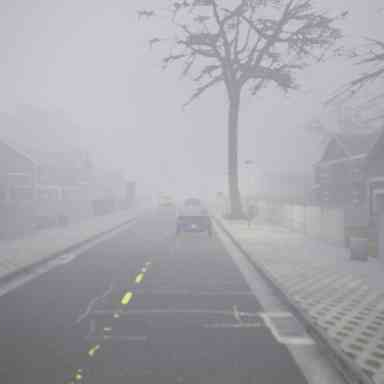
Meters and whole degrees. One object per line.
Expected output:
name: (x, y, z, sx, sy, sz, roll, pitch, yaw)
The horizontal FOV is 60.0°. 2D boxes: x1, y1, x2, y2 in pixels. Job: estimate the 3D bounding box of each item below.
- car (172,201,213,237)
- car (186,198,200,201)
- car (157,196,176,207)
car: (0.098, 1.474, 18.243, 1.882, 1.535, 5.008, 0, 0, 0)
car: (0.092, 1.342, 33.429, 2.097, 1.767, 4.553, 0, 0, 0)
car: (-2.759, 1.120, 37.233, 1.882, 1.535, 5.008, 0, 0, 0)
